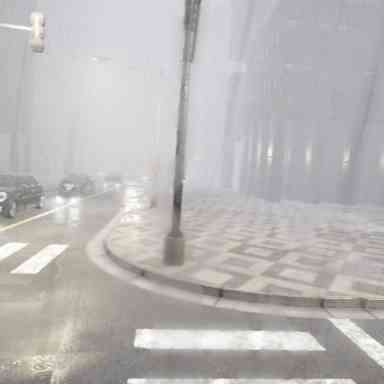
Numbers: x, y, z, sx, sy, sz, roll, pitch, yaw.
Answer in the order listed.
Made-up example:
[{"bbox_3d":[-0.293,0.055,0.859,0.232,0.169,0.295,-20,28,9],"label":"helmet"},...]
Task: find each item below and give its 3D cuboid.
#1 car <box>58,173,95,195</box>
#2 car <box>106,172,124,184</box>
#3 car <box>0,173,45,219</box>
[{"bbox_3d":[-8.912,-0.691,26.023,2.128,1.511,4.902,3,4,-5],"label":"car"},{"bbox_3d":[-10.471,-2.028,45.407,1.882,1.535,5.008,3,4,-4],"label":"car"},{"bbox_3d":[-7.905,-0.006,13.963,2.097,1.767,4.553,3,4,-5],"label":"car"}]
